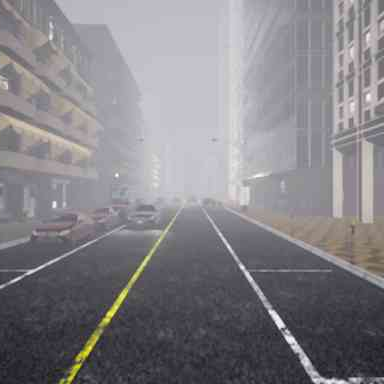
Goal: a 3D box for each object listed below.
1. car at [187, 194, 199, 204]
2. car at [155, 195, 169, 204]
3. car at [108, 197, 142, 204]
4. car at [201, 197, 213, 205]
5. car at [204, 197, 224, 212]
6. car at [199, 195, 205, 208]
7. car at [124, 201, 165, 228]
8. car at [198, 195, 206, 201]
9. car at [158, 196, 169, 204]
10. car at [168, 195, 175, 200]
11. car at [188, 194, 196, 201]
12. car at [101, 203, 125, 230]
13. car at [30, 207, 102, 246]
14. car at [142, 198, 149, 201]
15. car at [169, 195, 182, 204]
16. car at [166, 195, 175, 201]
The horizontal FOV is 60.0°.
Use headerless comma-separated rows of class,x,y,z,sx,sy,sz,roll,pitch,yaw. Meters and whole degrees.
car,0.000,1.396,66.372,2.097,1.767,4.553,0,0,0
car,-5.691,1.593,60.316,1.947,1.339,4.313,0,0,0
car,-5.691,1.322,26.425,2.192,1.841,5.009,0,0,0
car,2.690,1.593,60.316,1.947,1.339,4.313,0,0,0
car,2.690,1.538,37.892,1.752,1.417,4.829,0,0,0
car,2.360,1.496,48.529,1.882,1.535,5.008,0,0,0
car,-3.100,1.530,22.153,1.812,1.442,4.674,0,0,0
car,2.690,1.603,88.558,1.887,1.381,4.507,0,0,0
car,-5.691,1.557,65.795,1.752,1.417,4.829,0,0,0
car,-5.690,1.647,94.207,1.802,1.307,4.206,0,0,0
car,0.001,1.346,85.048,1.882,1.535,5.008,0,0,0
car,-5.691,1.586,20.776,1.802,1.307,4.206,0,0,0
car,-5.691,1.583,15.127,1.802,1.307,4.206,0,0,0
car,-5.691,1.452,37.722,1.967,1.590,4.097,0,0,0
car,-3.027,1.592,63.797,1.994,1.385,4.181,0,0,1
car,-5.690,1.498,88.559,1.967,1.590,4.097,0,0,0
